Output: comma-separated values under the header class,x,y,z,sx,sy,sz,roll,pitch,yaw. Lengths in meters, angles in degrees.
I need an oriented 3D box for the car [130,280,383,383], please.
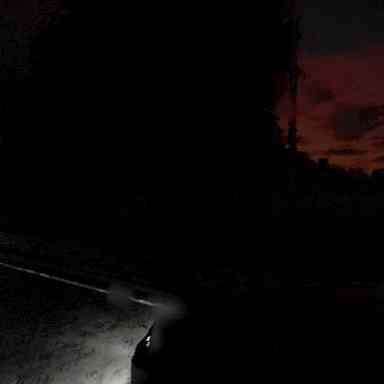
class,x,y,z,sx,sy,sz,roll,pitch,yaw
car,1.425,1.562,2.976,4.181,1.385,1.994,0,0,35
